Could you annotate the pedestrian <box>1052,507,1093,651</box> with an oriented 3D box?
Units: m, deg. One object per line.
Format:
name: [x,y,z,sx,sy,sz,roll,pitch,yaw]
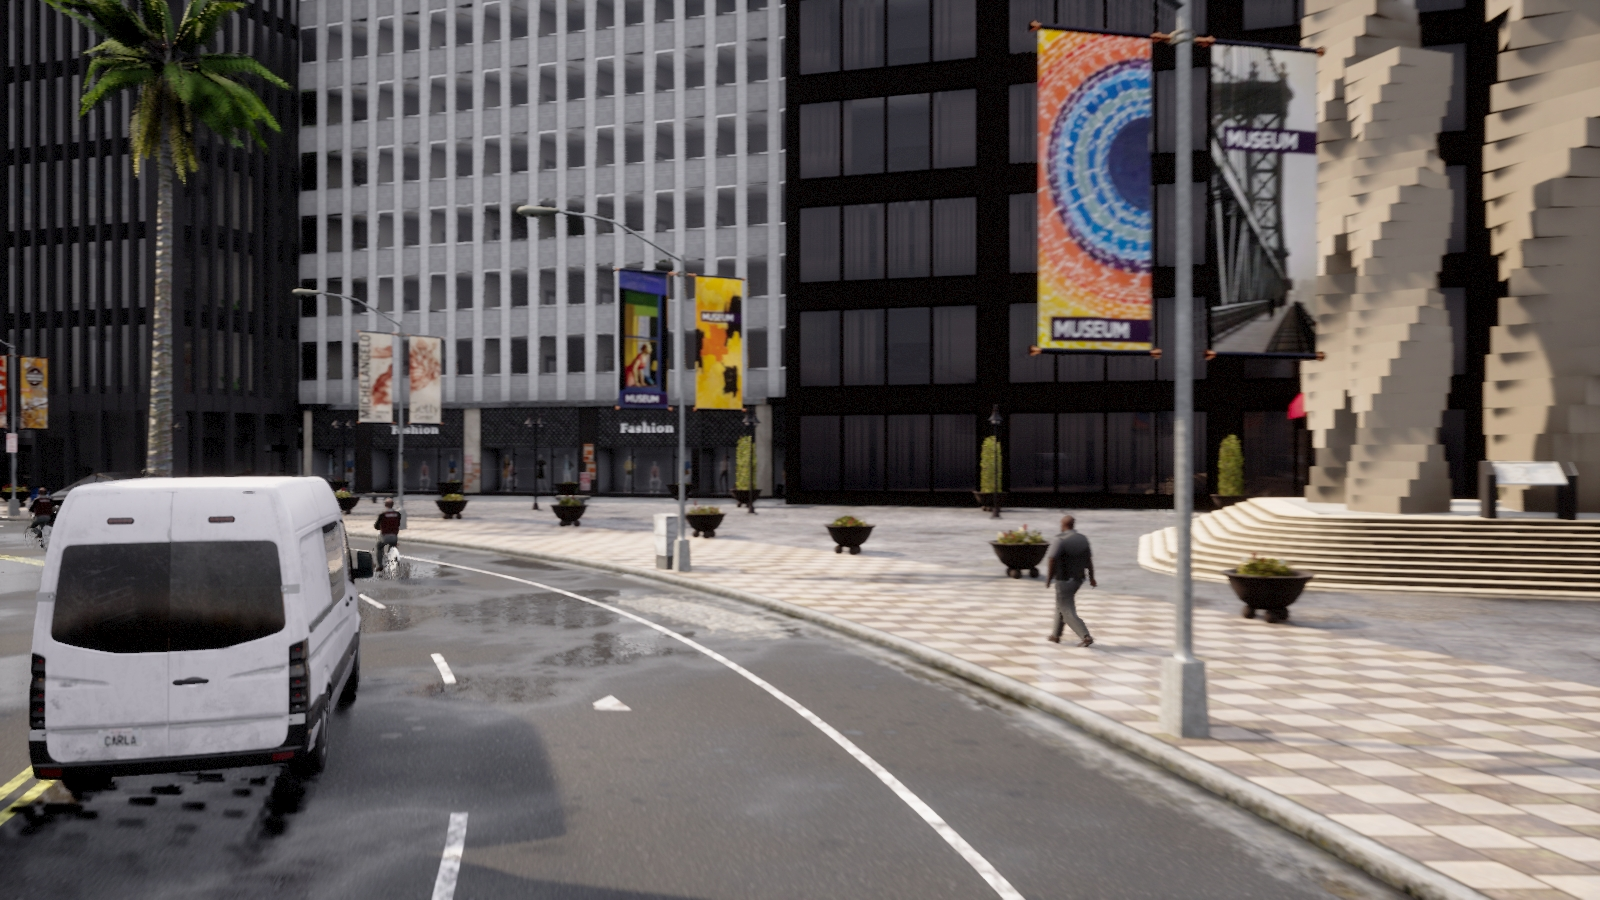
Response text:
pedestrian: [3.632,1.695,15.207,0.375,1.860,0.375,0,0,-27]

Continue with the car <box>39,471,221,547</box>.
car: [-21.136,1.768,35.948,6.274,2.098,2.390,0,0,33]

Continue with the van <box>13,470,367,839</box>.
van: [-5.606,1.538,11.399,1.988,2.561,5.915,0,0,-17]

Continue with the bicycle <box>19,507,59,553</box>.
bicycle: [-21.216,2.225,31.825,1.835,1.171,0.329,0,0,37]

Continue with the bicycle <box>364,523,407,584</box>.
bicycle: [-8.980,2.216,24.710,0.329,1.171,1.835,-1,1,-37]
